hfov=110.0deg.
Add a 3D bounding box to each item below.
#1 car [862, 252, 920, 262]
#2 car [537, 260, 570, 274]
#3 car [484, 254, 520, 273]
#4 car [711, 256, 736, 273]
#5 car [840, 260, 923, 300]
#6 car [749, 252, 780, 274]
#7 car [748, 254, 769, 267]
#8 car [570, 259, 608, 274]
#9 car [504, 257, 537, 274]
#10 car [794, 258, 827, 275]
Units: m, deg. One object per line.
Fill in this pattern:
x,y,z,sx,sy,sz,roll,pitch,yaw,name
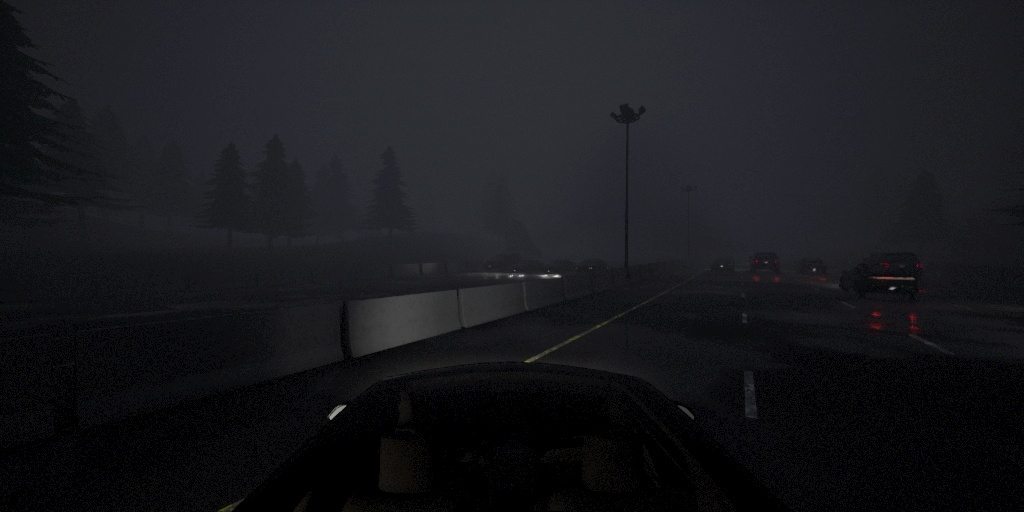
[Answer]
27.013,0.735,25.732,2.150,2.045,5.566,0,1,32,car
5.006,1.075,37.014,2.033,1.411,5.357,0,1,33,car
-0.897,0.748,40.775,2.150,2.045,5.566,0,0,33,car
21.815,0.955,37.122,1.994,1.385,4.181,0,1,33,car
17.481,1.148,17.276,2.128,1.511,4.902,0,0,32,car
24.397,0.627,34.654,2.150,2.045,5.566,0,1,32,car
32.414,0.583,47.240,2.128,1.511,4.902,0,1,32,car
7.785,1.012,34.870,1.882,1.535,5.008,0,1,33,car
1.722,1.081,38.384,2.033,1.411,5.357,0,1,33,car
27.661,0.901,33.267,1.837,1.490,4.892,0,0,32,car
